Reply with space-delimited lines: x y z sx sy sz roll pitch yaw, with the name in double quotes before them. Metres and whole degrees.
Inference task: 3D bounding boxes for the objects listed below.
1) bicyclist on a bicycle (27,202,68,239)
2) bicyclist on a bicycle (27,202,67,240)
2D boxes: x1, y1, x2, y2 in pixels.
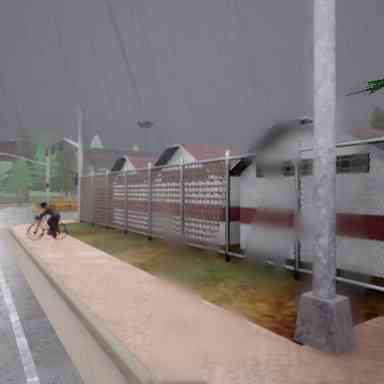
"bicyclist on a bicycle" -6.782 1.286 15.612 1.656 1.620 0.582 0 0 -39
"bicyclist on a bicycle" -6.268 1.287 14.391 1.656 1.620 0.582 0 0 -14
